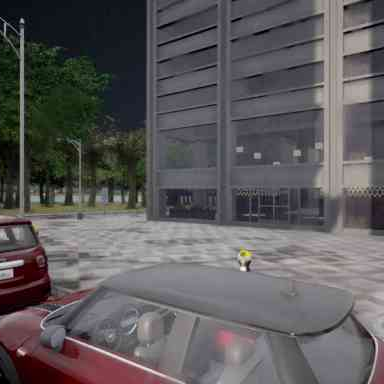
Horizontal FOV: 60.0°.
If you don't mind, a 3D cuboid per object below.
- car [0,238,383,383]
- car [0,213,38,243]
[{"bbox_3d":[-0.317,1.440,3.189,4.097,1.590,1.967,0,0,35],"label":"car"},{"bbox_3d":[-4.744,1.315,6.346,5.009,1.841,2.192,0,0,35],"label":"car"}]
